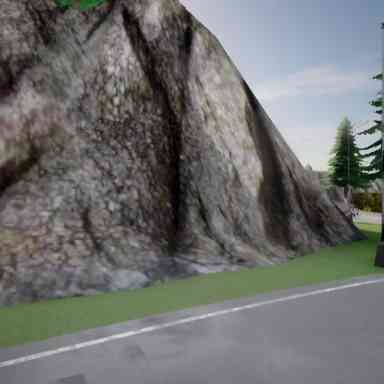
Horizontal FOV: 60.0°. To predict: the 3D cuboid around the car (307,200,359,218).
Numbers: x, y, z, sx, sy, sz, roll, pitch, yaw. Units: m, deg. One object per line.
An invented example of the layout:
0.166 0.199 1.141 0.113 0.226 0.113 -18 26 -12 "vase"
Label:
12.675 1.487 30.134 2.128 1.511 4.902 0 0 -25 "car"
